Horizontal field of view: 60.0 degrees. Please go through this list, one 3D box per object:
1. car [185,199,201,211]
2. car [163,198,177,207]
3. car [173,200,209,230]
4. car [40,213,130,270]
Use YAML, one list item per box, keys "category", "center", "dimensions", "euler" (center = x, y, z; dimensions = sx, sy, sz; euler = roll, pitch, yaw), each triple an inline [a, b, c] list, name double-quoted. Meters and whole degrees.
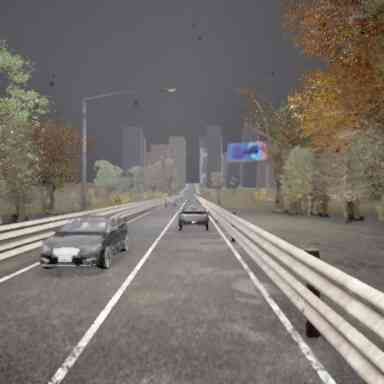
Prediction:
- category: "car"
  center: [0.095, 1.664, 42.801]
  dimensions: [1.994, 1.385, 4.181]
  euler: [0, 0, 0]
- category: "car"
  center: [-3.331, 1.652, 52.763]
  dimensions: [1.812, 1.442, 4.674]
  euler: [0, 0, 0]
- category: "car"
  center: [0.105, 1.538, 21.524]
  dimensions: [2.128, 1.511, 4.902]
  euler: [0, 0, 0]
- category: "car"
  center: [-3.346, 1.512, 11.220]
  dimensions: [2.128, 1.511, 4.902]
  euler: [0, 0, 0]
